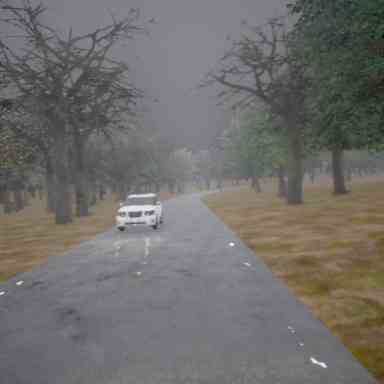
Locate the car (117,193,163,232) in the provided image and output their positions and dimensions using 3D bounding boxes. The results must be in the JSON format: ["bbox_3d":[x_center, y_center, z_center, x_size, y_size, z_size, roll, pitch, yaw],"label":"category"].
[{"bbox_3d":[-3.024,1.143,20.276,2.150,2.045,5.566,-2,1,0],"label":"car"}]
